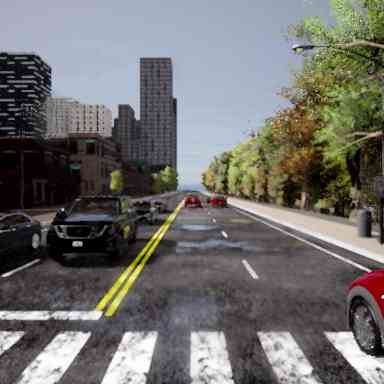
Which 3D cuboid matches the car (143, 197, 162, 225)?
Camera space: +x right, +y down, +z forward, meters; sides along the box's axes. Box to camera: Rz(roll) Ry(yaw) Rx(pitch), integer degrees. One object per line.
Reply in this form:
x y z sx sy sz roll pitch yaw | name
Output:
-3.342 1.326 22.384 1.837 1.490 4.892 0 0 0 | car

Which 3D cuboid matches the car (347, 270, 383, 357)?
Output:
3.351 1.326 3.102 2.097 1.767 4.553 0 0 0 | car

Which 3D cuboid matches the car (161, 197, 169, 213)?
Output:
-3.328 1.230 32.693 2.128 1.511 4.902 0 0 0 | car

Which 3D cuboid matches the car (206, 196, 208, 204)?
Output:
3.267 1.146 52.116 1.994 1.385 4.181 0 1 0 | car

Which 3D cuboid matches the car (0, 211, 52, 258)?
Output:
-6.600 1.418 10.759 1.837 1.490 4.892 0 0 0 | car

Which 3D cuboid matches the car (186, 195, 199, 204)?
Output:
0.018 1.143 52.438 1.994 1.385 4.181 0 1 0 | car

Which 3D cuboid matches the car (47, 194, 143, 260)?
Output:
-3.360 1.122 12.351 2.150 2.045 5.566 0 0 -1 | car

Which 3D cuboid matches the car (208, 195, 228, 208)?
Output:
3.362 1.142 41.897 1.882 1.535 5.008 0 0 0 | car

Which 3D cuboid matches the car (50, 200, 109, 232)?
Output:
-6.591 1.316 20.135 1.882 1.535 5.008 0 0 0 | car

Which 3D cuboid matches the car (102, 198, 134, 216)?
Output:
-6.591 1.323 30.134 1.994 1.385 4.181 0 0 -1 | car

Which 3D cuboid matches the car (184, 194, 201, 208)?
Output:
0.111 1.011 42.564 2.097 1.767 4.553 0 0 0 | car
